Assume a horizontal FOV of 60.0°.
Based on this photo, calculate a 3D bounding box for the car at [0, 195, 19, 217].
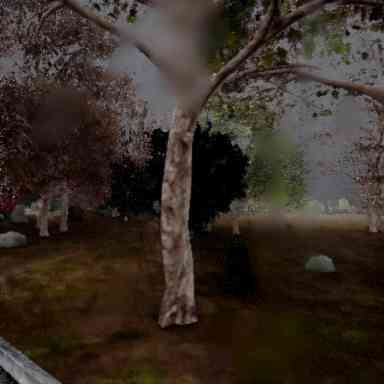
[{"bbox_3d":[-18.457,1.335,32.244,2.150,2.045,5.566,0,0,-15],"label":"car"}]
